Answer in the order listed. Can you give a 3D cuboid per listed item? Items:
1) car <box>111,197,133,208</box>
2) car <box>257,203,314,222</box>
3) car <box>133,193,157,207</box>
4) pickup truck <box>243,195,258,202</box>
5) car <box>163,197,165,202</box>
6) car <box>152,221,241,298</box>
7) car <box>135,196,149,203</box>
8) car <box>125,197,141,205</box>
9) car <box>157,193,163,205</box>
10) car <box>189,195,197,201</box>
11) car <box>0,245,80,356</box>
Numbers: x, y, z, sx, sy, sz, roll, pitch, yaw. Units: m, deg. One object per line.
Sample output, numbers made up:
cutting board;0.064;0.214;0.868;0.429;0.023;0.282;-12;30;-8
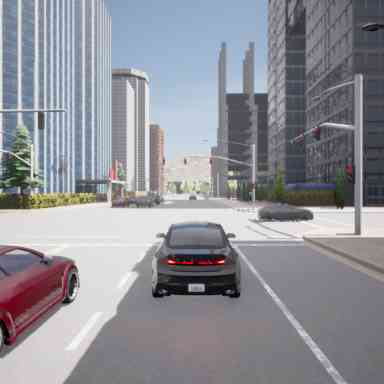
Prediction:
car;-10.456;1.476;48.858;1.882;1.535;5.008;0;0;0
car;7.156;1.563;25.692;4.181;1.385;1.994;0;0;1
car;-6.954;1.351;49.657;2.097;1.767;4.553;0;0;0
pickup truck;13.311;1.057;72.720;2.390;2.098;6.274;0;0;31
car;-6.818;1.523;69.845;1.812;1.442;4.674;0;0;0
car;0.100;1.505;8.503;1.837;1.490;4.892;0;0;0
car;-10.320;1.524;69.003;2.128;1.511;4.902;0;0;0
car;-10.420;1.563;58.842;1.994;1.385;4.181;0;0;0
car;-6.916;1.220;59.497;2.150;2.045;5.566;0;0;1
car;0.227;1.522;86.976;1.812;1.442;4.674;0;0;0
car;-3.424;1.564;5.546;1.994;1.385;4.181;0;0;1
